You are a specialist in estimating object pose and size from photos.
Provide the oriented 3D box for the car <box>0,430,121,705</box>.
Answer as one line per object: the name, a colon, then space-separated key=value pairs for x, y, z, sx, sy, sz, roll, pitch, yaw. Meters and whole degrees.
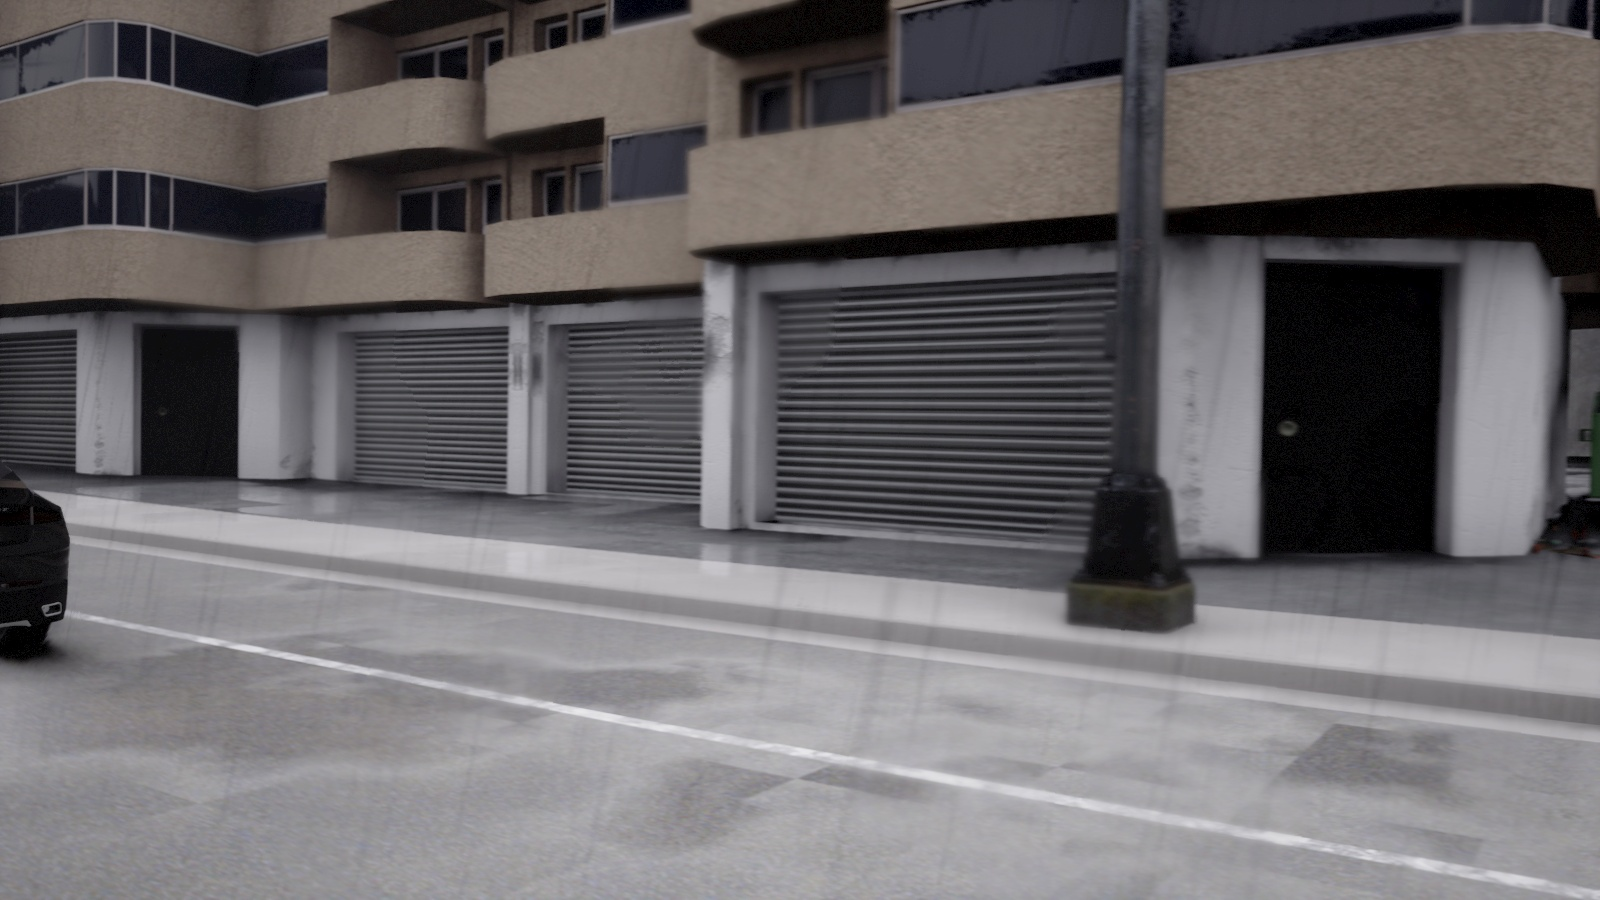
car: x=-6.542 y=0.616 z=7.970 sx=4.892 sy=1.490 sz=1.837 roll=1 pitch=1 yaw=34
